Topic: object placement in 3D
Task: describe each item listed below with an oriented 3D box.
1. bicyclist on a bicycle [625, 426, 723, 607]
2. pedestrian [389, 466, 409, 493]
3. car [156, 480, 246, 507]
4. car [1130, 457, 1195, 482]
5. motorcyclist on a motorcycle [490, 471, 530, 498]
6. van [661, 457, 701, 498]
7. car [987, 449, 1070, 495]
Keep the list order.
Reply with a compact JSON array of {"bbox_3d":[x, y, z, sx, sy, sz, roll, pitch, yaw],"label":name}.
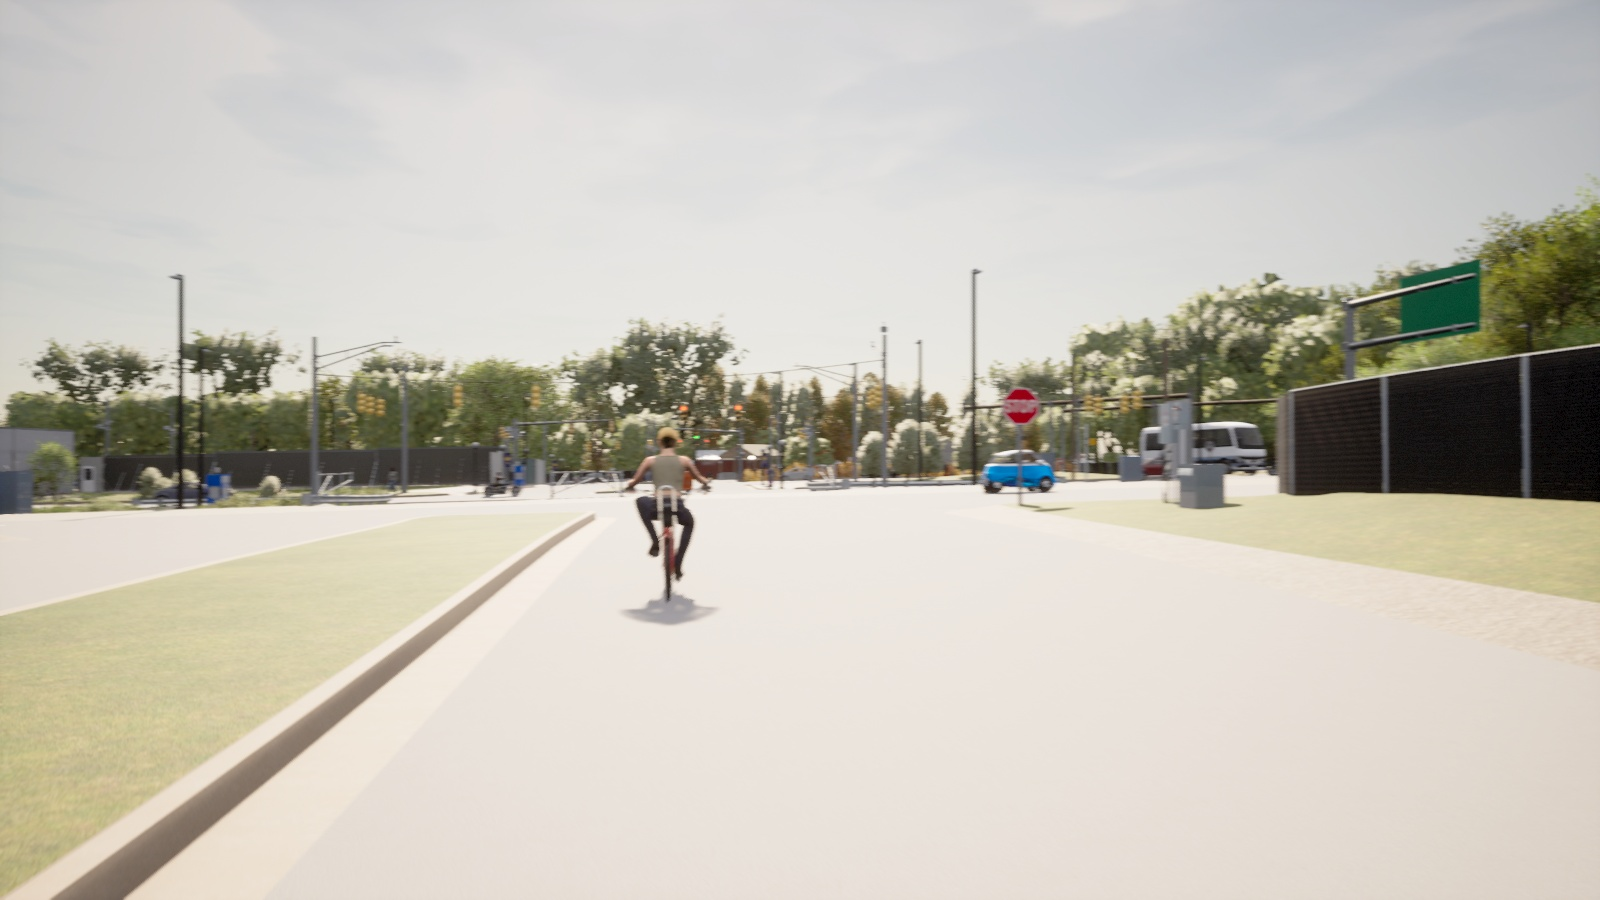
[{"bbox_3d":[-1.194,0.588,11.992,0.866,1.612,1.509,0,0,-5],"label":"bicyclist on a bicycle"},{"bbox_3d":[-27.344,2.015,85.612,0.874,1.855,0.900,0,0,29],"label":"pedestrian"},{"bbox_3d":[-33.983,2.455,71.340,4.181,1.385,1.994,-1,0,-5],"label":"car"},{"bbox_3d":[24.200,1.298,83.817,3.705,1.549,1.789,-2,0,-6],"label":"car"},{"bbox_3d":[-18.028,2.125,78.032,2.350,1.649,0.766,-1,-1,-17],"label":"motorcyclist on a motorcycle"},{"bbox_3d":[-6.057,1.357,63.635,1.775,1.987,4.442,-1,0,-8],"label":"van"},{"bbox_3d":[7.285,0.687,40.181,2.207,1.376,1.481,-2,0,-8],"label":"car"}]
